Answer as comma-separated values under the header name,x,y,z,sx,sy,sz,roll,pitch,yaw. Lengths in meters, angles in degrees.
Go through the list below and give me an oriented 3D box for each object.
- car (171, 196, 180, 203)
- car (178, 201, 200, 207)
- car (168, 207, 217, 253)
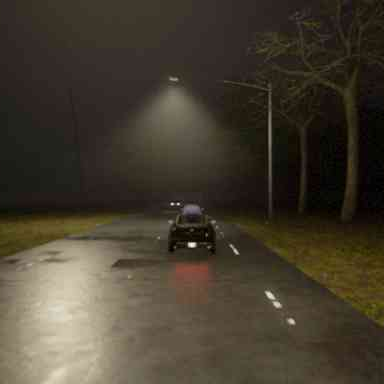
name,x,y,z,sx,sy,sz,roll,pitch,yaw
car,-3.487,1.602,71.046,2.033,1.411,5.357,0,1,0
car,0.006,1.785,29.001,2.033,1.411,5.357,0,0,0
car,0.006,1.645,14.321,1.837,1.490,4.892,0,0,0
